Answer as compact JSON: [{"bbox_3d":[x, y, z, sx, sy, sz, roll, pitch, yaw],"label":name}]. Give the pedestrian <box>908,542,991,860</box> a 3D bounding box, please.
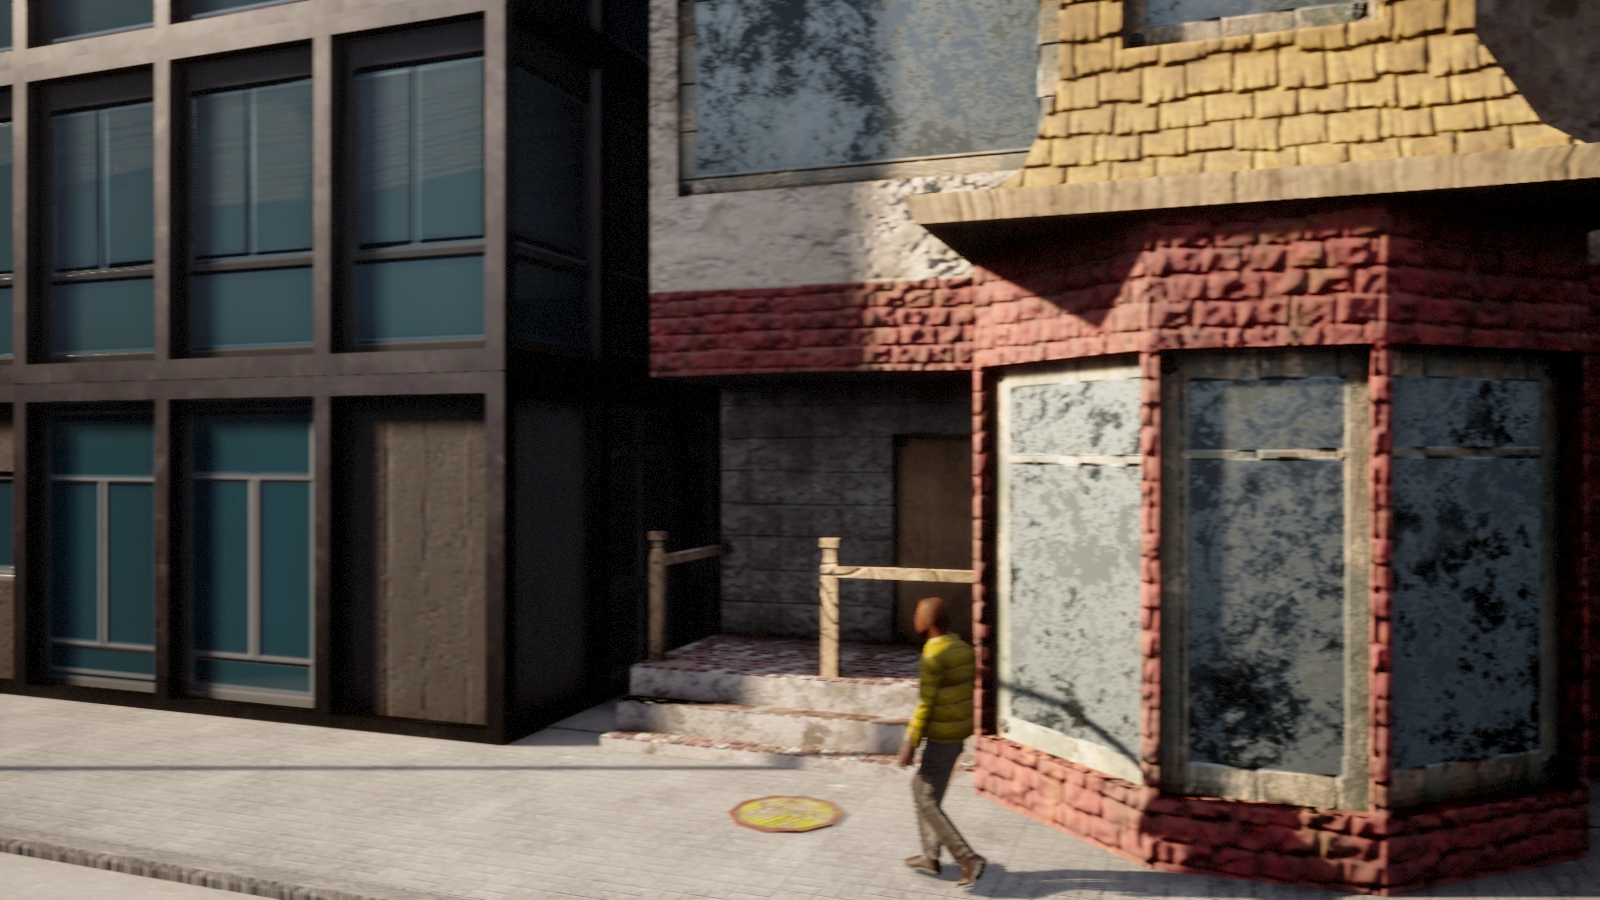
[{"bbox_3d":[0.929,1.524,7.108,0.375,1.860,0.375,0,0,37],"label":"pedestrian"}]
